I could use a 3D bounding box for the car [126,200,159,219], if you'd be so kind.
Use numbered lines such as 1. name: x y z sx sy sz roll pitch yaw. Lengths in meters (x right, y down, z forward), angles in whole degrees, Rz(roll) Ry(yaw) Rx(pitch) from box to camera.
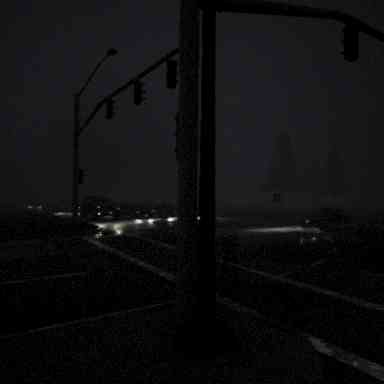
1. car: -5.628 1.747 32.154 2.033 1.411 5.357 1 -1 -35

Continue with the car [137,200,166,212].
1. car: -5.451 1.827 44.166 1.812 1.442 4.674 1 0 -35

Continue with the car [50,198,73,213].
1. car: -15.446 1.677 40.157 1.812 1.442 4.674 1 -1 -35

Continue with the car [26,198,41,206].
1. car: -27.228 1.681 57.210 1.812 1.442 4.674 1 -1 -34

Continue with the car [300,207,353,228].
1. car: 10.282 1.877 25.336 4.902 1.511 2.128 1 0 -35

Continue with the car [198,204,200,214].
1. car: -0.030 1.864 36.366 1.994 1.385 4.181 1 -1 -35

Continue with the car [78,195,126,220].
1. car: -8.330 1.371 29.917 2.150 2.045 5.566 1 -1 -35

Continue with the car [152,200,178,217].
1. car: -2.663 1.814 34.022 1.994 1.385 4.181 1 -1 -35

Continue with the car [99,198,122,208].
1. car: -13.954 1.852 56.444 2.033 1.411 5.357 1 -1 -34

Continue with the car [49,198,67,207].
1. car: -23.087 1.770 57.350 1.994 1.385 4.181 1 -1 -34

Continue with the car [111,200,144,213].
1. car: -8.263 1.799 42.079 2.033 1.411 5.357 1 -1 -35

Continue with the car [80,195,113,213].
1. car: -11.889 1.418 41.204 2.150 2.045 5.566 1 0 -35

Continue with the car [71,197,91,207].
1. car: -19.597 1.748 58.465 2.128 1.511 4.902 1 -1 -34
